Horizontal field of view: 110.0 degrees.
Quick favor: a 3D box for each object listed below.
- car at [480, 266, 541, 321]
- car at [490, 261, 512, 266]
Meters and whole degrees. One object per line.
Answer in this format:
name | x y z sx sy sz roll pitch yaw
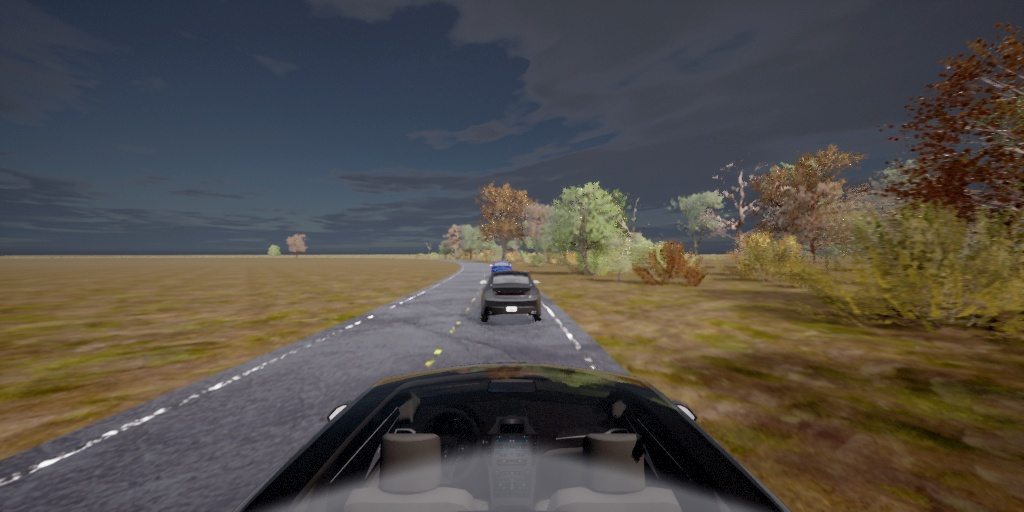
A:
car | -0.067 1.251 12.538 1.837 1.490 4.892 0 0 -1
car | -1.025 1.219 33.736 1.882 1.535 5.008 0 0 -4
